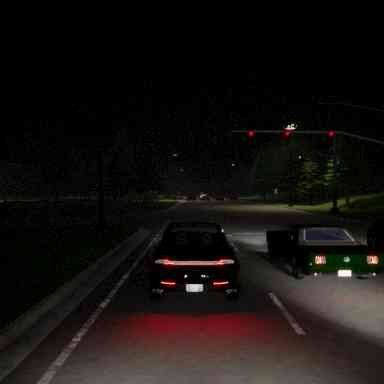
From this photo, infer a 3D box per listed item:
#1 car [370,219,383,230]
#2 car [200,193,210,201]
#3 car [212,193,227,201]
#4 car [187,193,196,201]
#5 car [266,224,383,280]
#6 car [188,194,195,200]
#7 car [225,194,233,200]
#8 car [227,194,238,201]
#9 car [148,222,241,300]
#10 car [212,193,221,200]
[{"bbox_3d":[7.056,1.221,9.039,2.150,2.045,5.566,0,0,0],"label":"car"},{"bbox_3d":[3.345,1.545,82.627,1.994,1.385,4.181,0,0,0],"label":"car"},{"bbox_3d":[6.846,1.531,82.217,2.033,1.411,5.357,0,0,0],"label":"car"},{"bbox_3d":[-0.154,1.217,82.234,2.150,2.045,5.566,0,0,0],"label":"car"},{"bbox_3d":[3.561,1.601,9.942,1.895,1.301,4.718,0,0,0],"label":"car"},{"bbox_3d":[-0.174,1.310,92.624,1.882,1.535,5.008,0,0,0],"label":"car"},{"bbox_3d":[10.326,1.332,92.644,1.837,1.490,4.892,0,0,0],"label":"car"},{"bbox_3d":[10.345,1.516,82.640,1.812,1.442,4.674,0,0,0],"label":"car"},{"bbox_3d":[0.055,1.492,8.344,2.128,1.511,4.902,0,0,0],"label":"car"},{"bbox_3d":[6.826,1.187,92.607,2.097,1.767,4.553,0,0,0],"label":"car"}]
